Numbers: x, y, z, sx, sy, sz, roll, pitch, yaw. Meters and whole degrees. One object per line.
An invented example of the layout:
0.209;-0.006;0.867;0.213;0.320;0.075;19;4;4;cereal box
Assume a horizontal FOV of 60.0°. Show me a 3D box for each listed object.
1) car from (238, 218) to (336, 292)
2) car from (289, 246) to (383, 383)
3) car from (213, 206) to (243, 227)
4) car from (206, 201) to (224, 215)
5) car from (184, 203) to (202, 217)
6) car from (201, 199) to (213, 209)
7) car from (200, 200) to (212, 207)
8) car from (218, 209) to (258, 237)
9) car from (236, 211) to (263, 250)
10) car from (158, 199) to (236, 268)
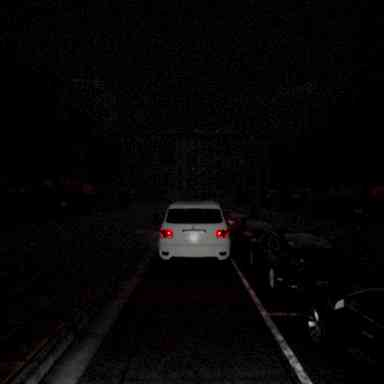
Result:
2.643;1.633;8.902;2.008;1.369;4.403;1;-1;0;car
2.645;1.597;3.399;1.947;1.339;4.313;1;-1;0;car
2.636;1.821;25.412;1.802;1.307;4.206;0;-1;0;car
2.736;1.915;40.350;1.812;1.442;4.674;0;-1;0;car
0.085;1.955;36.997;1.895;1.301;4.718;0;-1;0;car
2.623;2.019;58.433;1.967;1.590;4.097;0;-1;0;car
2.620;2.188;63.936;2.008;1.369;4.403;0;-1;0;car
2.638;1.768;19.908;1.802;1.307;4.206;1;-1;0;car
2.640;1.715;14.405;1.802;1.307;4.206;1;-1;0;car
0.085;1.333;11.865;2.150;2.045;5.566;0;0;1;car
